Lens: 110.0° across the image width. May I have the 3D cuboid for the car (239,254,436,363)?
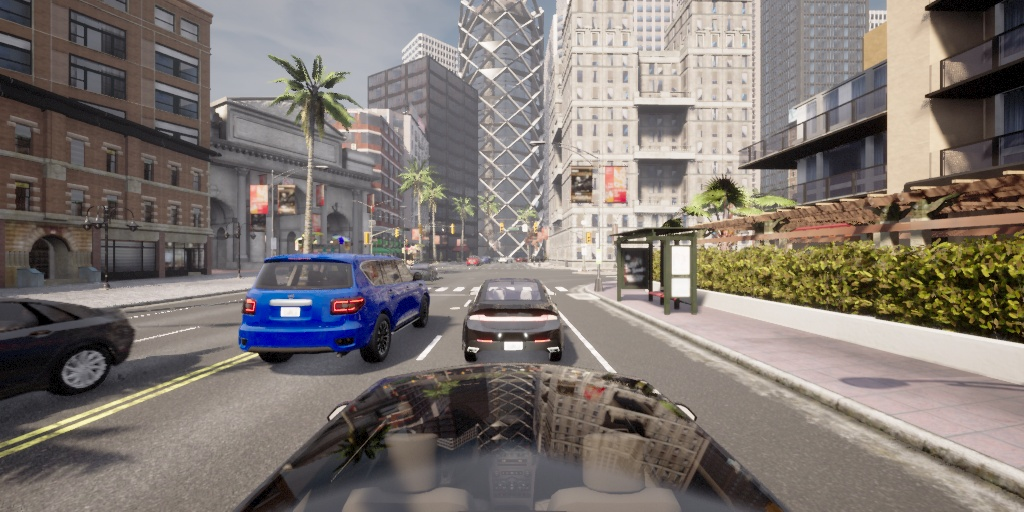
[{"bbox_3d":[-3.489,0.971,8.313,2.150,2.045,5.566,0,0,0],"label":"car"}]

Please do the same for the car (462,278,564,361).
[{"bbox_3d":[0.013,1.242,8.228,2.128,1.511,4.902,0,0,0],"label":"car"}]

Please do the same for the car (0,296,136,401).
[{"bbox_3d":[-7.100,1.255,3.817,1.837,1.490,4.892,0,0,-1],"label":"car"}]
